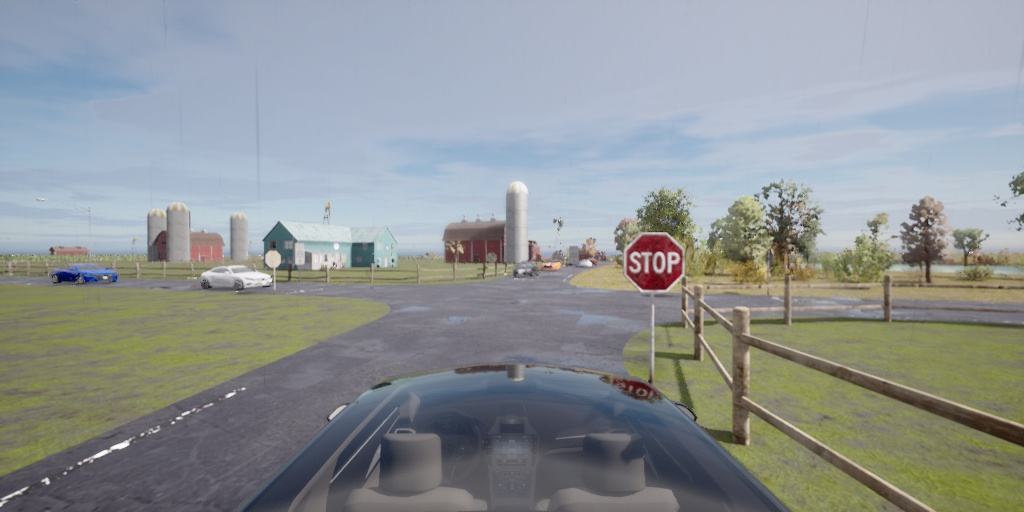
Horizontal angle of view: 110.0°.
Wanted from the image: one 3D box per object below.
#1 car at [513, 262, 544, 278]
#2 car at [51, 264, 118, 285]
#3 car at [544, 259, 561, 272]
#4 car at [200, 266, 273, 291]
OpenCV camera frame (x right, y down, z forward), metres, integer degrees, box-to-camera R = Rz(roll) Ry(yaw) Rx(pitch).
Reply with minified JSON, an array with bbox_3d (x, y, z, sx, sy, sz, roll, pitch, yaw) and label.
[{"bbox_3d":[1.428,1.303,35.515,2.128,1.511,4.902,0,0,14],"label":"car"},{"bbox_3d":[-32.315,1.341,27.128,5.008,1.535,1.882,0,0,17],"label":"car"},{"bbox_3d":[5.413,1.191,49.487,2.097,1.767,4.553,0,0,18],"label":"car"},{"bbox_3d":[-17.315,1.348,22.483,4.674,1.442,1.812,0,0,17],"label":"car"}]
